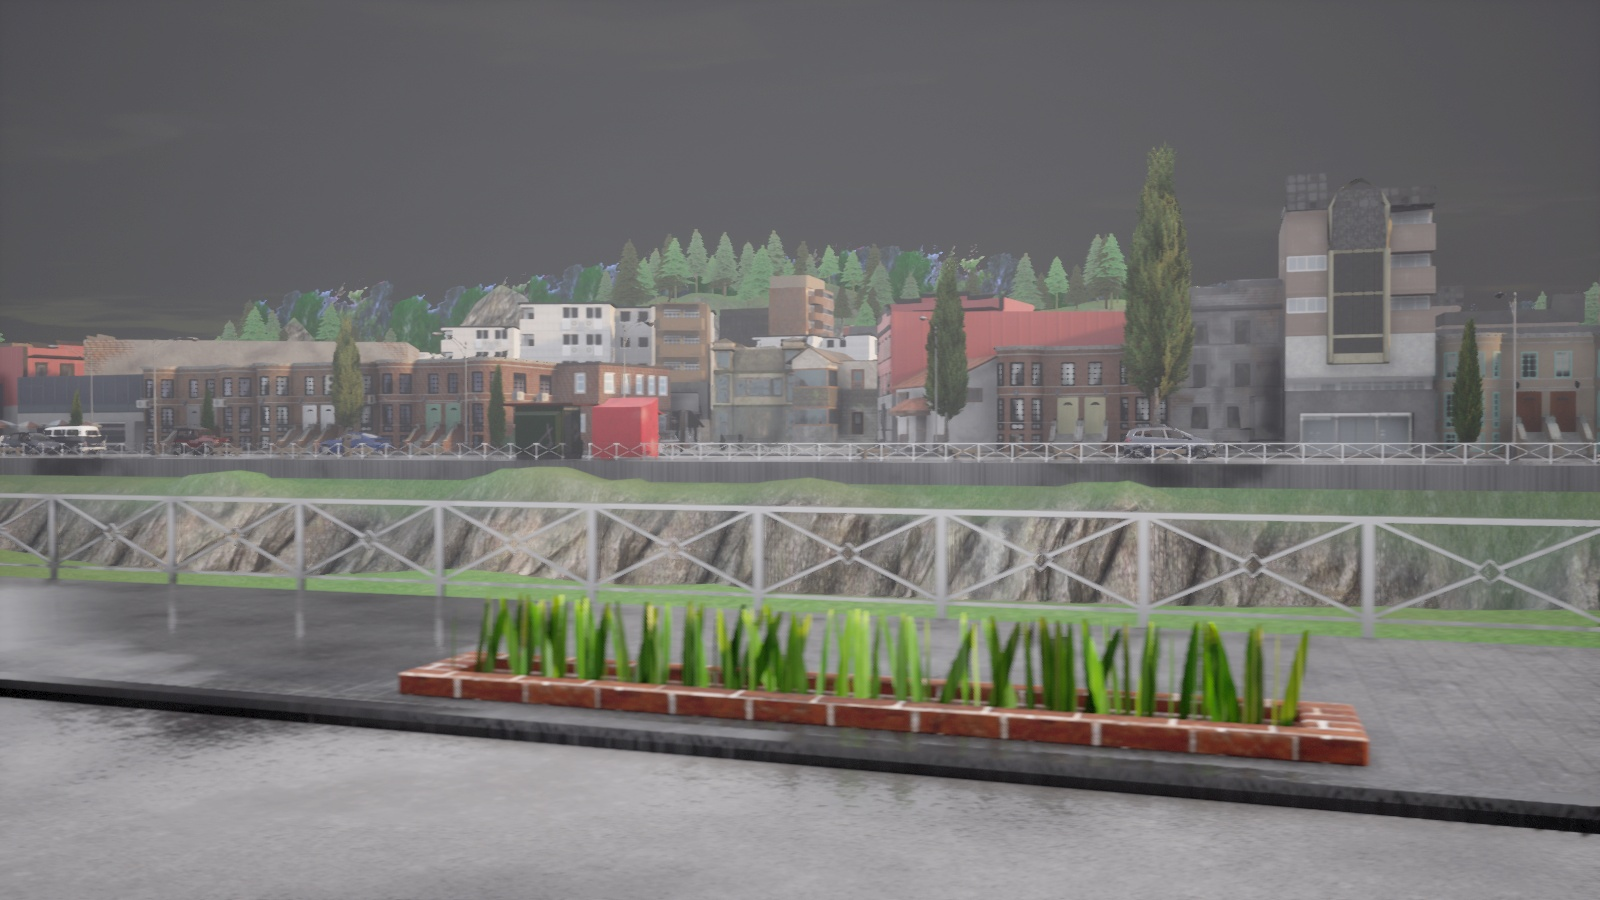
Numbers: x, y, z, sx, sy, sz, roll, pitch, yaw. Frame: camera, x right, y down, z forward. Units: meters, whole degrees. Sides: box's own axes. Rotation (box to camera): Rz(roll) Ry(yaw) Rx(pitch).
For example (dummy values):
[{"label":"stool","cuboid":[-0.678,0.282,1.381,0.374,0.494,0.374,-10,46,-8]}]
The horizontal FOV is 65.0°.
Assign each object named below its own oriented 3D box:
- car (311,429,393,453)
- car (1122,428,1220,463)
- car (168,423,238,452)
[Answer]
[{"label":"car","cuboid":[-29.574,-0.636,82.981,5.008,1.535,1.882,1,1,19]},{"label":"car","cuboid":[18.506,-0.262,62.600,4.611,1.667,2.242,1,1,19]},{"label":"car","cuboid":[-38.948,-0.836,81.910,3.866,1.878,1.905,1,1,19]}]
